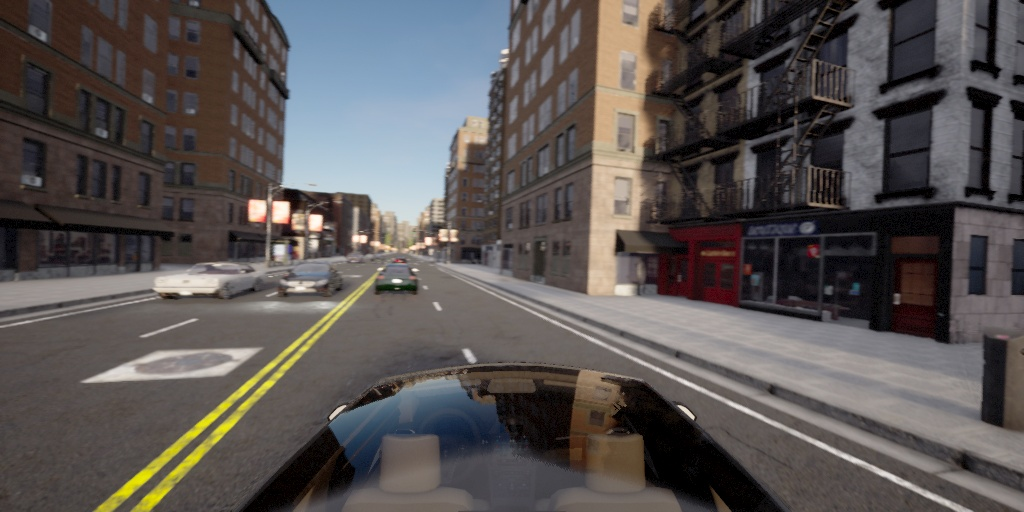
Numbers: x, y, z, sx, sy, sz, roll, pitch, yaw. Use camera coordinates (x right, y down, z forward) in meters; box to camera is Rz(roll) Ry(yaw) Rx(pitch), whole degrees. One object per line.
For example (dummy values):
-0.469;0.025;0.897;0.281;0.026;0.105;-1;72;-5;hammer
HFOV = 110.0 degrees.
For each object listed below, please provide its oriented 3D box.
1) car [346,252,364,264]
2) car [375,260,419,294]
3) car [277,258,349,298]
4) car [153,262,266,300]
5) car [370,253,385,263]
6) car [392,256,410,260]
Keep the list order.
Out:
-23.803;0.138;54.559;2.097;1.767;4.553;2;0;-17;car
-5.813;1.095;18.221;1.994;1.385;4.181;2;0;-17;car
-8.682;0.947;15.821;1.812;1.442;4.674;2;0;-17;car
-11.565;0.912;14.128;1.895;1.301;4.718;2;0;-17;car
-20.688;0.253;55.480;1.994;1.385;4.181;2;0;-17;car
-14.336;0.722;46.115;1.837;1.490;4.892;2;0;-17;car
